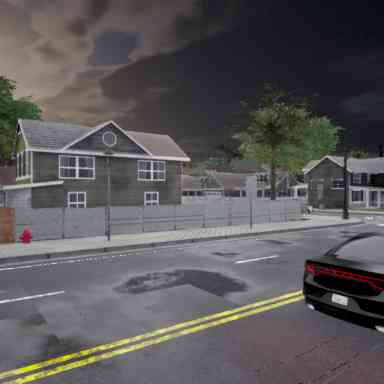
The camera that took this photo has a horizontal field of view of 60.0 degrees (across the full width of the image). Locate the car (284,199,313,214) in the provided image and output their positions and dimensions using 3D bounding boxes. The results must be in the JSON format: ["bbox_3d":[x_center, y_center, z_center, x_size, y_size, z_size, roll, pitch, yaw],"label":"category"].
[{"bbox_3d":[10.287,1.521,34.744,2.128,1.511,4.902,0,0,-35],"label":"car"}]

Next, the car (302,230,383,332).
[{"bbox_3d":[4.257,1.477,6.478,5.008,1.535,1.882,0,0,-35],"label":"car"}]

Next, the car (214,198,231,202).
[{"bbox_3d":[4.232,1.525,43.297,1.882,1.535,5.008,0,0,-35],"label":"car"}]
